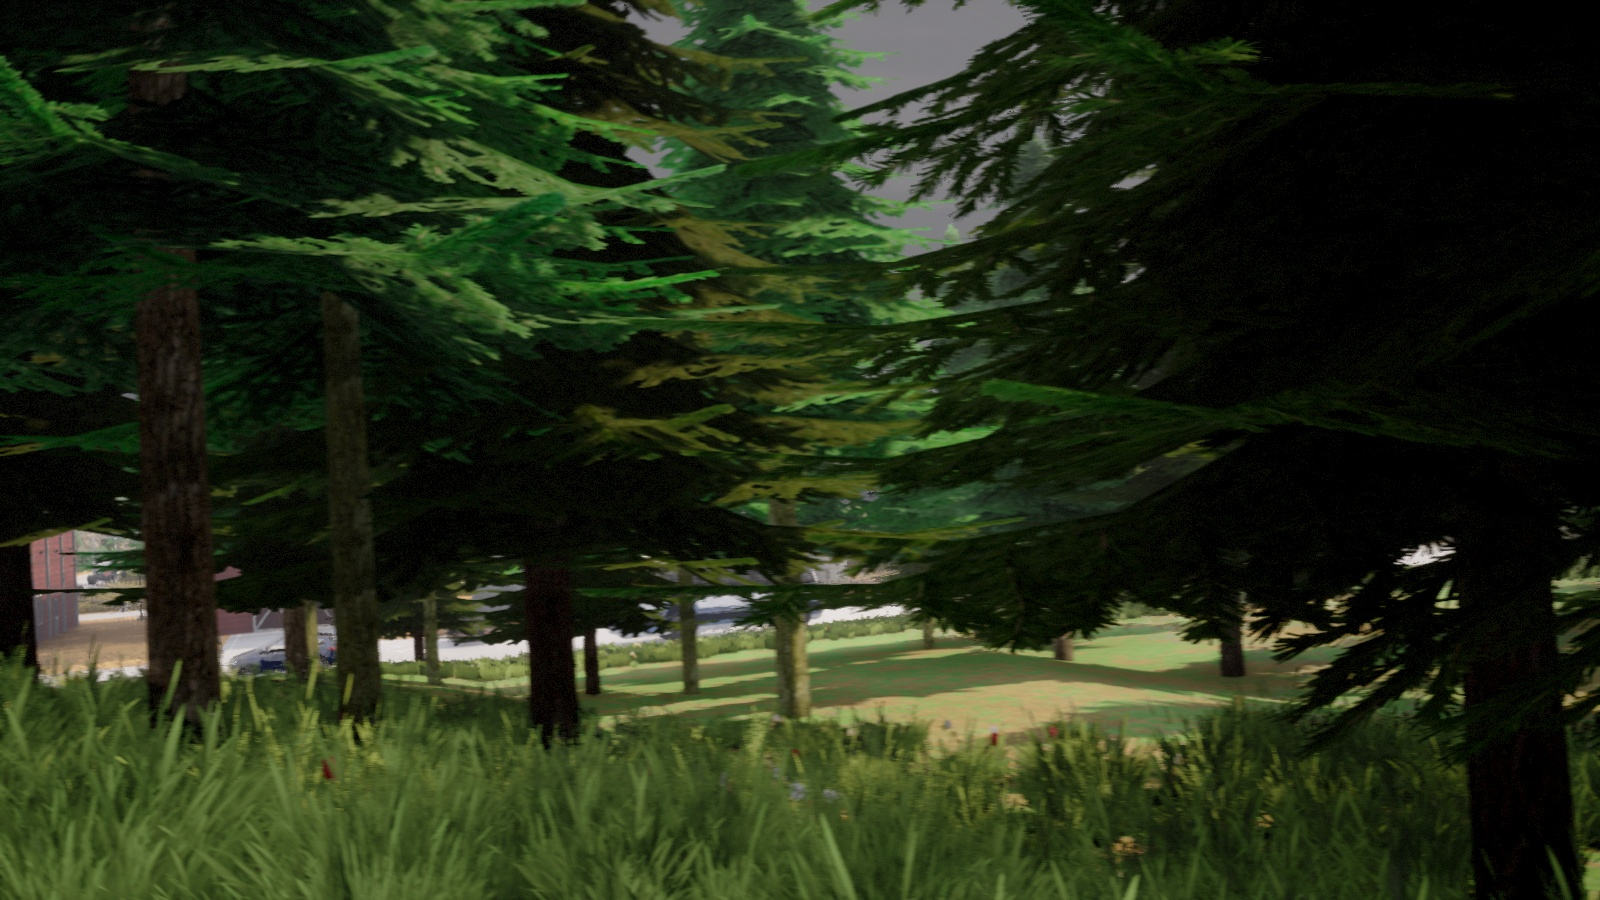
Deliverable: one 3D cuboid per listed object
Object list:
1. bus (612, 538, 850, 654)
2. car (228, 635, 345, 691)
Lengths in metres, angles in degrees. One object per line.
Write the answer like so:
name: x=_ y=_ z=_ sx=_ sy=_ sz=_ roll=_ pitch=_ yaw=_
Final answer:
bus: x=-3.291 y=6.761 z=59.833 sx=10.273 sy=4.253 sz=3.944 roll=-4 pitch=-2 yaw=-22
car: x=-22.710 y=9.413 z=55.668 sx=4.611 sy=1.667 sz=2.242 roll=-4 pitch=-2 yaw=-22
